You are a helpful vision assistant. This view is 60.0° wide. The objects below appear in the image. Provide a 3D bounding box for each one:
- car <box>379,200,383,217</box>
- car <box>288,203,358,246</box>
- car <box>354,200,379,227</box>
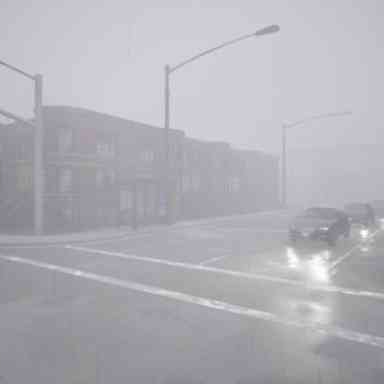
[{"bbox_3d":[17.357,1.507,31.304,1.837,1.490,4.892,0,0,36],"label":"car"},{"bbox_3d":[6.093,1.494,15.664,2.128,1.511,4.902,0,0,36],"label":"car"},{"bbox_3d":[11.428,1.507,23.083,1.837,1.490,4.892,0,0,36],"label":"car"}]
